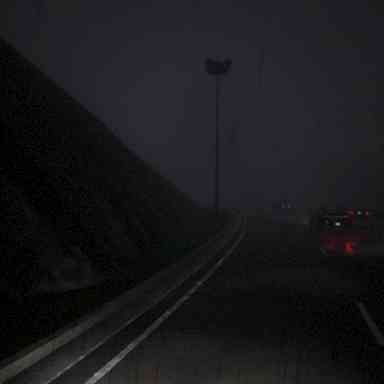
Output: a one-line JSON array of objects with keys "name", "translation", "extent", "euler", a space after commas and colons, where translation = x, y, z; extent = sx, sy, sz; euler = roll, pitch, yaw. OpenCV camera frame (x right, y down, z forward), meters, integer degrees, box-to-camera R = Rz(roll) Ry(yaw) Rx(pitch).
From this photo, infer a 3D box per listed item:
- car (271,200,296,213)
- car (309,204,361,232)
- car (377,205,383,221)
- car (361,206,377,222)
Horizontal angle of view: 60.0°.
[{"name": "car", "translation": [10.787, 1.688, 39.466], "extent": [2.033, 1.411, 5.357], "euler": [1, 0, 0]}, {"name": "car", "translation": [8.649, 1.594, 21.083], "extent": [2.128, 1.511, 4.902], "euler": [1, 0, 11]}, {"name": "car", "translation": [17.074, 1.791, 29.042], "extent": [1.895, 1.301, 4.718], "euler": [1, 0, 8]}, {"name": "car", "translation": [13.507, 1.703, 28.614], "extent": [2.033, 1.411, 5.357], "euler": [1, 0, 8]}]
